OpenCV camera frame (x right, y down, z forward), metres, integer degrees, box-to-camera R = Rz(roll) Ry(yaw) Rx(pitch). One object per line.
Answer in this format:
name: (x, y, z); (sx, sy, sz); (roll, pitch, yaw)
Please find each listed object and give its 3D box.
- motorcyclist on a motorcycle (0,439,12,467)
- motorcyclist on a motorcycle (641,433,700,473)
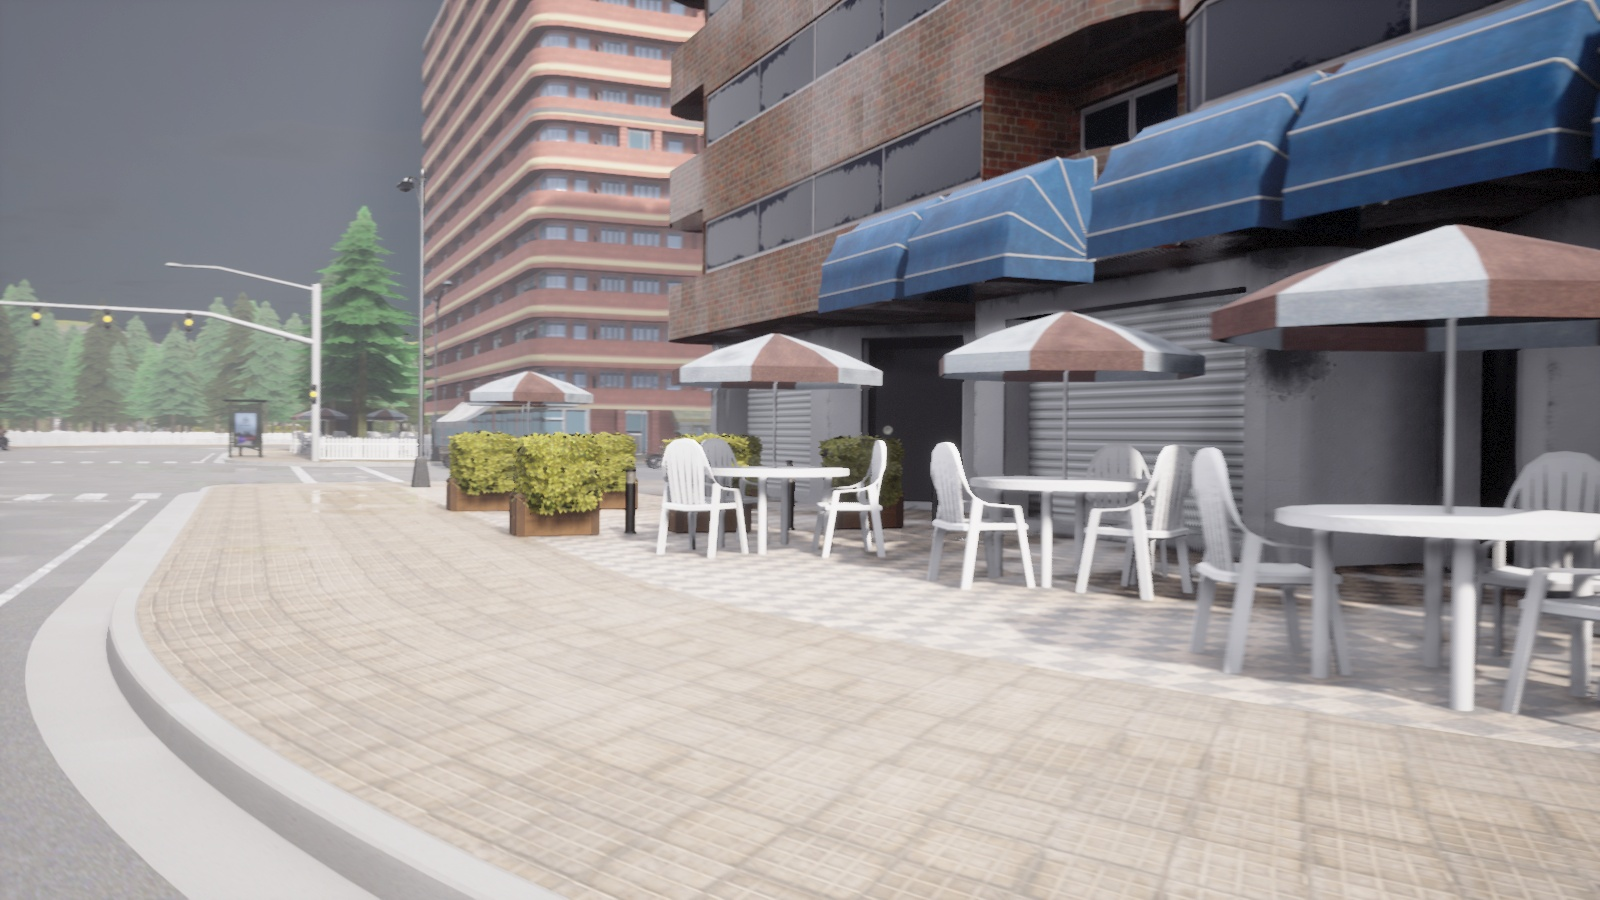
motorcyclist on a motorcycle: (-48.058, 0.149, 75.187); (0.766, 1.649, 2.350); (0, 1, -15)
motorcyclist on a motorcycle: (-5.484, 0.129, 53.251); (2.350, 1.649, 0.766); (-1, 1, -24)
